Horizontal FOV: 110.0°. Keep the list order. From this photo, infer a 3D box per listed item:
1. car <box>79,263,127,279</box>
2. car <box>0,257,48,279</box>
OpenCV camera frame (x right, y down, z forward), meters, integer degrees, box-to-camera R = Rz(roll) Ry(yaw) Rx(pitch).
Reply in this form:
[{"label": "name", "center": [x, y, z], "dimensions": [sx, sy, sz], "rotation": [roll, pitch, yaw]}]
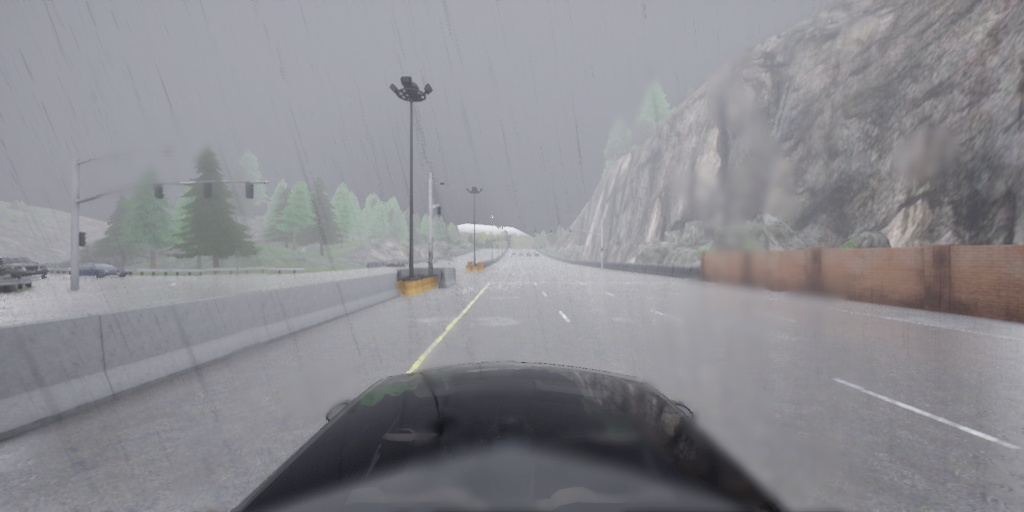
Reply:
[{"label": "car", "center": [-39.554, 1.389, 34.314], "dimensions": [4.674, 1.442, 1.812], "rotation": [0, 0, 9]}, {"label": "car", "center": [-44.132, 1.077, 31.589], "dimensions": [5.566, 2.045, 2.150], "rotation": [0, 0, 12]}]
